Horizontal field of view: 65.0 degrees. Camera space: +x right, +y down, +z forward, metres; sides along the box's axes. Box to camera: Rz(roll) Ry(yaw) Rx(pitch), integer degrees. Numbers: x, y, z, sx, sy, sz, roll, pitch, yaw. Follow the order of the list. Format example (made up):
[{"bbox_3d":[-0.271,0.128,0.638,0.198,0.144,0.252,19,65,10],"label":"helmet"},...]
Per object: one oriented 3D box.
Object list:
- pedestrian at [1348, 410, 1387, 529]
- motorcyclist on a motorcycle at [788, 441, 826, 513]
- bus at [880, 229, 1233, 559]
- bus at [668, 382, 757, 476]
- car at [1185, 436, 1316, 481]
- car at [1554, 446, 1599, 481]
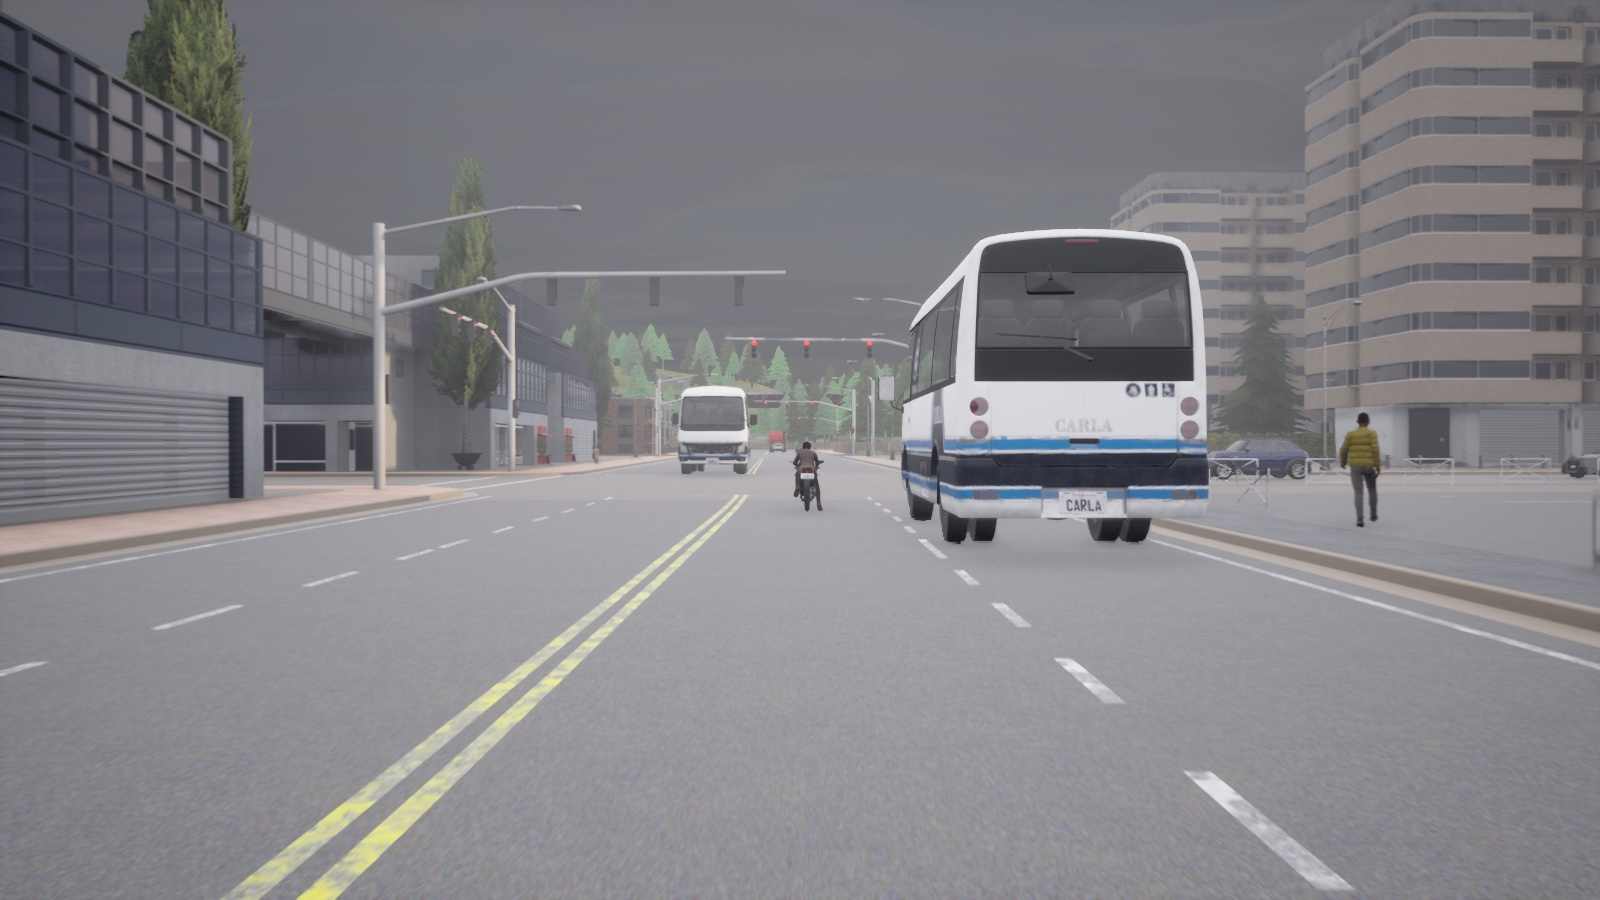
[{"bbox_3d":[9.022,0.300,19.953,0.431,1.840,0.709,0,0,36],"label":"pedestrian"},{"bbox_3d":[0.151,0.573,27.599,0.797,1.523,2.044,0,0,0],"label":"motorcyclist on a motorcycle"},{"bbox_3d":[3.636,-0.747,21.318,3.944,4.253,10.273,0,0,0],"label":"bus"},{"bbox_3d":[-4.177,-0.986,62.511,3.944,4.253,10.273,0,0,-1],"label":"bus"},{"bbox_3d":[18.192,0.333,50.895,4.553,1.767,2.097,0,0,-1],"label":"car"},{"bbox_3d":[33.478,0.548,51.255,4.181,1.385,1.994,0,0,-1],"label":"car"}]
